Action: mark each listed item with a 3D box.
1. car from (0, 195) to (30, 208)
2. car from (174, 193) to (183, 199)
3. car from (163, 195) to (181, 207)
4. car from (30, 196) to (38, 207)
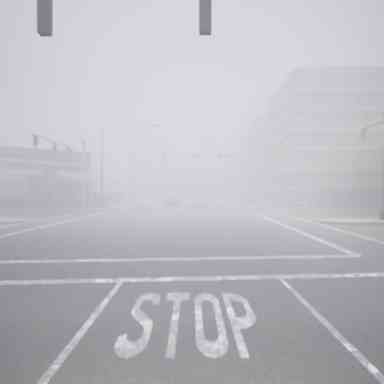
[{"bbox_3d":[-23.301,1.200,41.441,4.611,1.667,2.242,0,0,1],"label":"car"},{"bbox_3d":[-3.350,0.980,81.185,1.994,1.385,4.181,0,0,0],"label":"car"},{"bbox_3d":[-3.165,1.433,49.362,2.033,1.411,5.357,0,0,0],"label":"car"},{"bbox_3d":[-24.016,1.348,47.192,3.806,1.475,1.970,0,0,1],"label":"car"}]
